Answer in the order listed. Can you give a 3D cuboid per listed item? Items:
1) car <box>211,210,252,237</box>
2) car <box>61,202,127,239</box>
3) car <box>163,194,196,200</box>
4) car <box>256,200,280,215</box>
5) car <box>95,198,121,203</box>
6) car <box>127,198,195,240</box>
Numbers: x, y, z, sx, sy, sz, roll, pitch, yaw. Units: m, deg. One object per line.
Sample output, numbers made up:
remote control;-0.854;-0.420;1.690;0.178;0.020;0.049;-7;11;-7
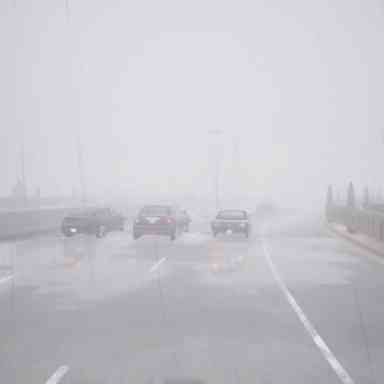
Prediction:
car;2.297;1.629;18.276;1.895;1.301;4.718;0;0;12
car;-4.956;1.503;17.548;1.837;1.490;4.892;0;0;11
car;-1.414;1.264;47.944;2.150;2.045;5.566;0;0;29
car;8.004;1.593;35.117;1.812;1.442;4.674;0;0;24
car;-11.187;1.525;43.980;1.812;1.442;4.674;0;0;25
car;-1.425;1.364;17.329;2.097;1.767;4.553;0;0;11
